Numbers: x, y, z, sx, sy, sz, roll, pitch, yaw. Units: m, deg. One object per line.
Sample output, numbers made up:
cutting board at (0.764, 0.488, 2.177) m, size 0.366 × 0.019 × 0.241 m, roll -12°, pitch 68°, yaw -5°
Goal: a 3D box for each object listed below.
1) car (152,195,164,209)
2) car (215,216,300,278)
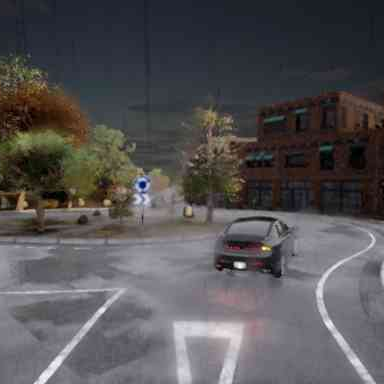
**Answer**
car at (-4.767, 1.617, 48.255) m, size 2.128 × 1.511 × 4.902 m, roll 0°, pitch 0°, yaw -11°
car at (2.208, 1.529, 10.628) m, size 1.837 × 1.490 × 4.892 m, roll 0°, pitch 2°, yaw 24°
